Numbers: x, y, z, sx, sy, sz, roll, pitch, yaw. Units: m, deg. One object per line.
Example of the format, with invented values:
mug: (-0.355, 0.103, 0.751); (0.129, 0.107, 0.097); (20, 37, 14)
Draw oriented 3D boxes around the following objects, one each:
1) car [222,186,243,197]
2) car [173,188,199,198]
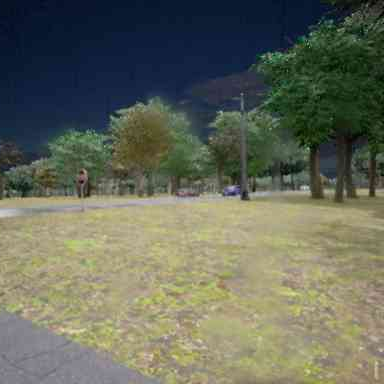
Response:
car: (5.524, -0.078, 42.860); (1.812, 1.442, 4.674); (-2, 0, 34)
car: (-0.870, 0.199, 45.896); (1.994, 1.385, 4.181); (-2, 1, 34)
